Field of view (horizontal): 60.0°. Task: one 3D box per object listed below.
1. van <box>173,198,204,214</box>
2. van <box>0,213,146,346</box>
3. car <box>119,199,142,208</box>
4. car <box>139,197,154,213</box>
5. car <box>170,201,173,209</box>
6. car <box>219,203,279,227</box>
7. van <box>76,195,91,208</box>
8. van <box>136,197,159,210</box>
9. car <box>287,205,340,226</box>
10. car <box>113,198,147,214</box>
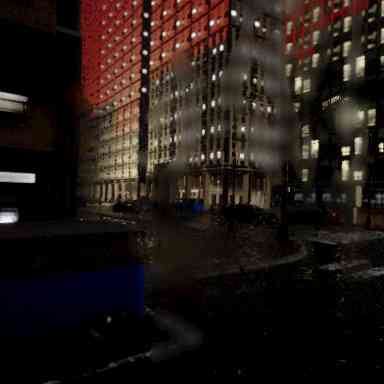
[{"bbox_3d":[-0.222,1.661,40.488,1.690,1.788,3.998,2,-1,-35],"label":"van"},{"bbox_3d":[-2.639,1.348,4.823,3.998,1.788,1.690,1,1,-35],"label":"van"},{"bbox_3d":[-10.040,1.866,54.301,1.947,1.339,4.313,2,-1,-35],"label":"car"},{"bbox_3d":[-6.659,1.624,39.561,2.128,1.511,4.902,2,-1,-35],"label":"car"},{"bbox_3d":[-3.498,1.863,45.090,2.008,1.369,4.403,2,-1,-35],"label":"car"},{"bbox_3d":[4.069,1.636,24.440,1.882,1.535,5.008,2,-1,-35],"label":"car"},{"bbox_3d":[-16.863,1.377,49.455,1.690,1.788,3.998,2,-1,-35],"label":"van"},{"bbox_3d":[-6.763,1.647,49.700,1.690,1.788,3.998,2,-1,-35],"label":"van"},{"bbox_3d":[9.587,1.783,26.671,1.967,1.590,4.097,2,-1,-35],"label":"car"},{"bbox_3d":[-7.057,1.606,35.635,2.008,1.369,4.403,2,-1,-35],"label":"car"}]
